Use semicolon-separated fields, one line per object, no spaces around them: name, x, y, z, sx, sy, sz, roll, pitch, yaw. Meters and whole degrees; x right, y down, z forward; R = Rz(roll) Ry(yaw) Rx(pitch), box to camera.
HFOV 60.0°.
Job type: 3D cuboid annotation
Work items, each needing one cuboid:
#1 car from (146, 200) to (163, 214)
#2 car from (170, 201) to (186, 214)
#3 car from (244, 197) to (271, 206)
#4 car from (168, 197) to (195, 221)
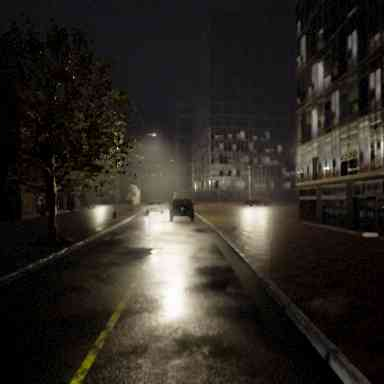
car;-4.295;1.697;38.373;1.812;1.442;4.674;0;-1;-5
car;-1.800;1.928;41.947;1.812;1.442;4.674;0;0;-6
car;12.412;1.795;63.243;5.009;1.841;2.192;0;-2;14
car;-0.948;1.515;30.447;2.150;2.045;5.566;0;-1;-3
